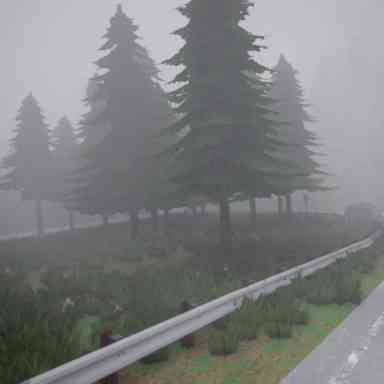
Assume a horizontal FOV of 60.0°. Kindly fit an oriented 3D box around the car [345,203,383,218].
[{"bbox_3d":[14.913,1.670,28.376,2.128,1.511,4.902,-3,-1,-1],"label":"car"}]
